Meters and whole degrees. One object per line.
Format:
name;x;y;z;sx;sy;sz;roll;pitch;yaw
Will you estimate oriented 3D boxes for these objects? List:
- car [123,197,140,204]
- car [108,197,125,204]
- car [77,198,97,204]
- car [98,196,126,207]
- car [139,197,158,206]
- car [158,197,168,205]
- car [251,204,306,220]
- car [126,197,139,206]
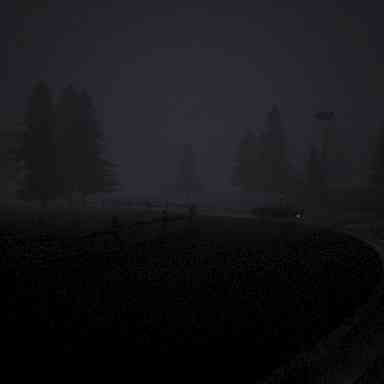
car;-13.605;1.848;74.605;1.994;1.385;4.181;0;0;-37
car;-16.557;1.847;72.709;1.994;1.385;4.181;0;0;-37
car;-21.938;1.643;68.227;2.097;1.767;4.553;0;0;-37
car;-13.922;1.726;57.640;2.128;1.511;4.902;0;0;-37
car;-8.983;1.721;62.724;1.882;1.535;5.008;0;0;-37
car;-6.556;1.726;65.323;1.882;1.535;5.008;0;0;-37
car;7.466;1.693;29.216;1.895;1.301;4.718;0;0;-35
car;-12.091;1.749;61.037;1.837;1.490;4.892;0;0;-37
